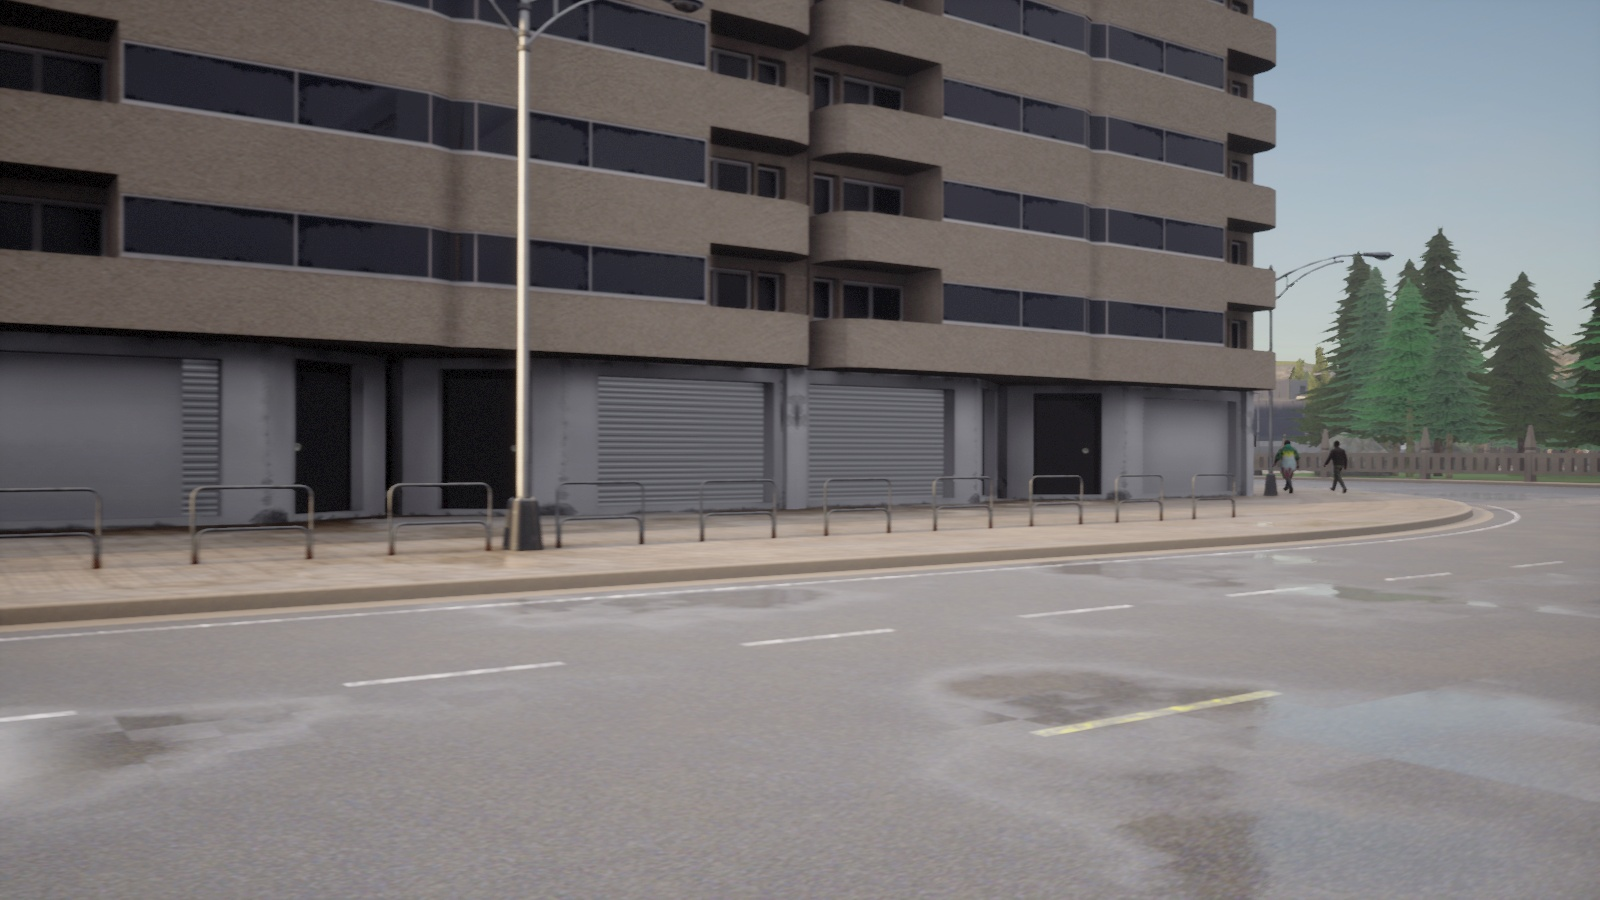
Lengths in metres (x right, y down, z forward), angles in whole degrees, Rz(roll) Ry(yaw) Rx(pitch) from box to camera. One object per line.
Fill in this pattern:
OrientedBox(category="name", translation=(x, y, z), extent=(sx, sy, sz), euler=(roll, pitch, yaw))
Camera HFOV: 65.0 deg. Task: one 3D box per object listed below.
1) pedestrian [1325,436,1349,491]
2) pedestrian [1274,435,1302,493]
OrientedBox(category="pedestrian", translation=(18.433, 0.459, 43.077), extent=(0.431, 1.840, 0.703), euler=(0, 0, -11))
OrientedBox(category="pedestrian", translation=(16.729, 0.469, 43.076), extent=(0.659, 1.952, 0.873), euler=(0, 0, 5))
